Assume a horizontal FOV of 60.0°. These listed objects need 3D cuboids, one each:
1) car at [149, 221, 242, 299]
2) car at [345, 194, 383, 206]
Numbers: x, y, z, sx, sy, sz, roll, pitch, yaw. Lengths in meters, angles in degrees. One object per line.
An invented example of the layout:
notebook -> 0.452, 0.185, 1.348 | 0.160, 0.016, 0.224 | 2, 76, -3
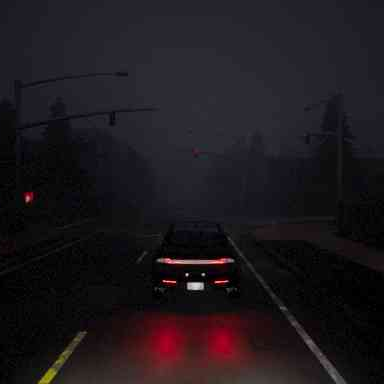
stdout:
car -> 0.084, 1.492, 8.444 | 2.128, 1.511, 4.902 | 0, 0, 0
car -> 15.881, 1.202, 28.964 | 5.566, 2.045, 2.150 | 0, 0, -8
